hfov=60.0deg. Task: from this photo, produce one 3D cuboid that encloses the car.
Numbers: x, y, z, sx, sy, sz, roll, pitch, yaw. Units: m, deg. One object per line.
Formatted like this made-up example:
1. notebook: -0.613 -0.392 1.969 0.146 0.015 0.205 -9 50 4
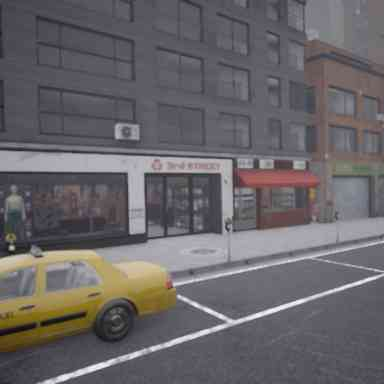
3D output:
1. car: -2.545 1.515 4.845 4.829 1.417 1.752 -1 0 -35
